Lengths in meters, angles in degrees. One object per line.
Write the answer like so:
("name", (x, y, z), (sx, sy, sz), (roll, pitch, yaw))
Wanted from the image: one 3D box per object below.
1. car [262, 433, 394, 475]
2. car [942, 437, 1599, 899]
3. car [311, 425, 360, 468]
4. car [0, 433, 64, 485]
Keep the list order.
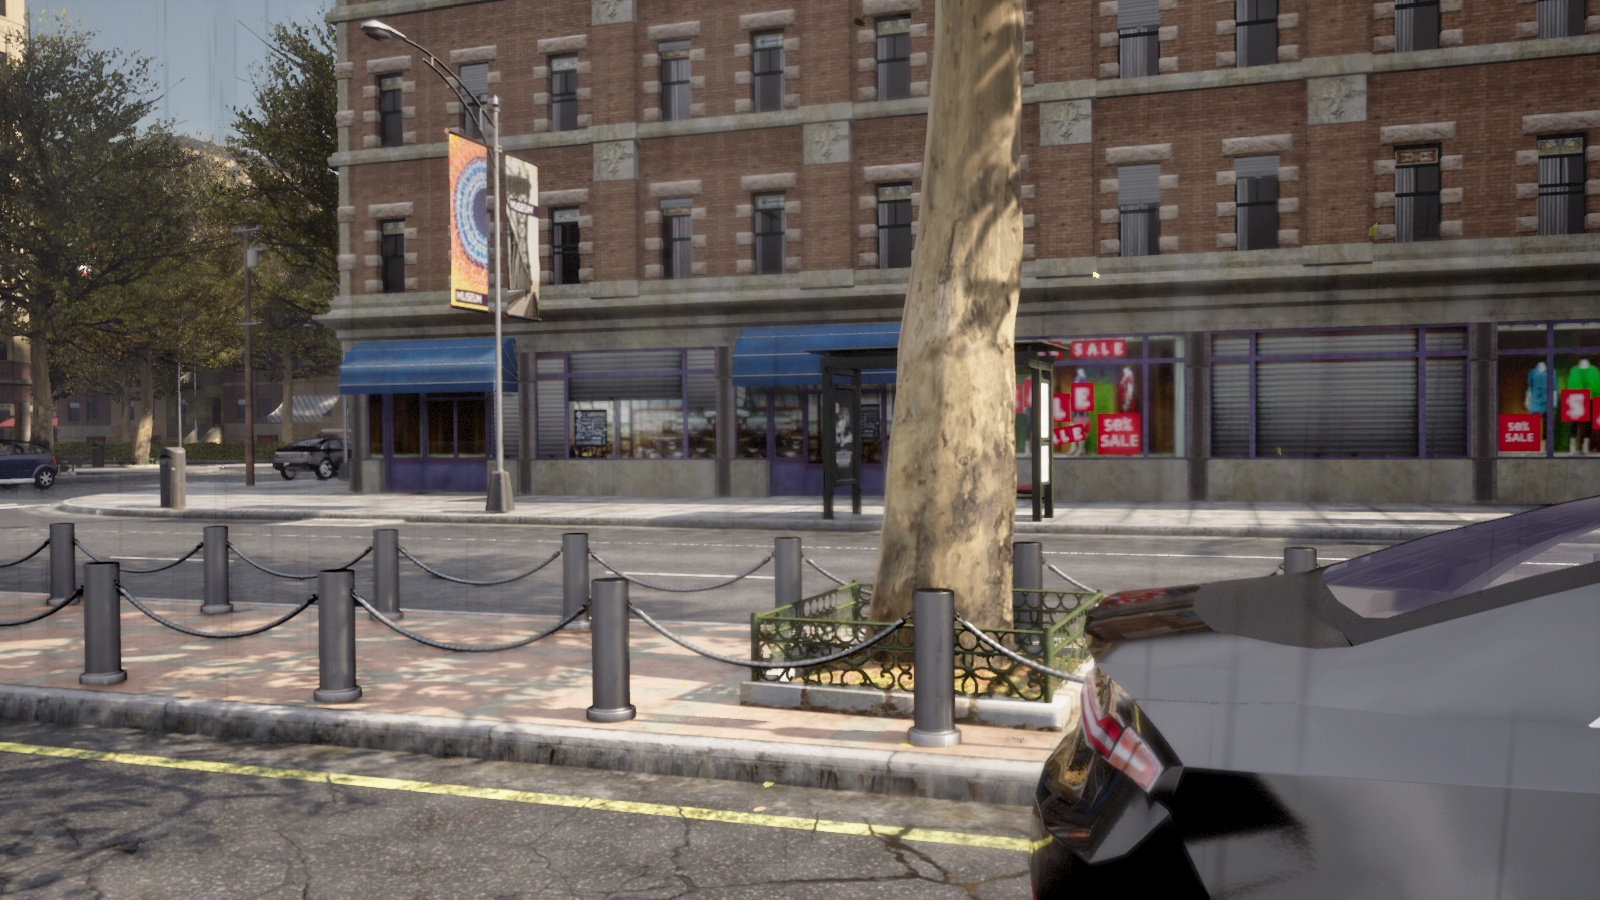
("car", (-17.924, 0.095, 47.944), (2.128, 1.511, 4.902), (0, 1, 18))
("car", (2.888, 0.750, 2.222), (4.902, 1.511, 2.128), (1, 1, 19))
("car", (-20.811, -0.187, 56.382), (1.905, 1.878, 3.866), (0, 1, -18))
("car", (-24.695, 0.262, 38.235), (1.789, 1.549, 3.705), (0, 1, 18))
